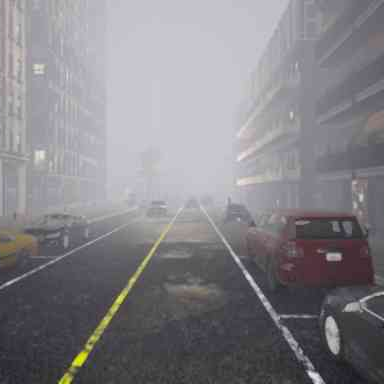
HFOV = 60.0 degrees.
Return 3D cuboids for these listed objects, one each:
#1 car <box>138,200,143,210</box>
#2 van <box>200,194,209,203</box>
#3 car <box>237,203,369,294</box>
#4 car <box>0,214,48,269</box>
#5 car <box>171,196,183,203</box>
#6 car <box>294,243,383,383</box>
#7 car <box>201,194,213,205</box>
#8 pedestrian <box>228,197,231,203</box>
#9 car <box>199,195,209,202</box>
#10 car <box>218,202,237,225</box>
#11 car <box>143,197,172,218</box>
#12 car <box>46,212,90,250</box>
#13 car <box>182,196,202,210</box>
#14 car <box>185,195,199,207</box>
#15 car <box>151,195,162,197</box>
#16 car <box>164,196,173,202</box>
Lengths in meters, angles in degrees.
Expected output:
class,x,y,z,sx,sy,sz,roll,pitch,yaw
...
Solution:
class,x,y,z,sx,sy,sz,roll,pitch,yaw
car,-5.700,1.598,41.995,1.802,1.307,4.206,0,0,0
van,2.675,1.376,69.753,1.690,1.788,3.998,0,0,0
car,2.686,1.317,8.691,2.192,1.841,5.009,0,0,0
car,-5.694,1.527,8.519,1.752,1.417,4.829,0,0,0
car,-3.012,1.507,72.008,1.882,1.535,5.008,0,0,0
car,2.688,1.551,3.140,2.008,1.369,4.403,0,0,0
car,2.677,1.342,58.650,2.192,1.841,5.009,0,0,0
pedestrian,2.995,1.302,26.800,0.375,1.860,0.375,0,0,-1
car,2.674,1.480,75.303,1.967,1.590,4.097,0,0,0
car,2.995,1.513,23.856,1.837,1.490,4.892,0,0,0
car,-3.103,1.515,30.933,1.837,1.490,4.892,0,0,0
car,-5.695,1.554,14.240,2.008,1.369,4.403,0,0,0
car,0.050,1.542,43.275,1.812,1.442,4.674,0,0,1
car,-0.008,1.375,53.785,2.097,1.767,4.553,0,0,0
car,-5.701,1.459,47.546,1.967,1.590,4.097,0,0,0
car,-5.706,1.611,80.547,1.947,1.339,4.313,0,0,0
